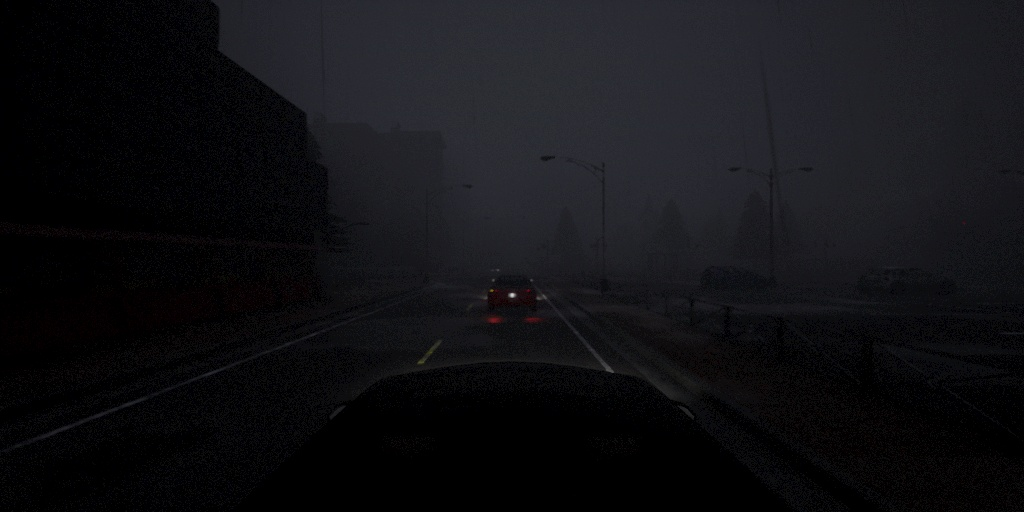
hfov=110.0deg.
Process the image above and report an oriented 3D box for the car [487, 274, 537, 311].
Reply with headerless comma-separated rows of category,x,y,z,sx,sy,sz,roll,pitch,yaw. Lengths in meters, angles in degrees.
car,0.023,1.460,15.435,1.994,1.385,4.181,0,-1,0
